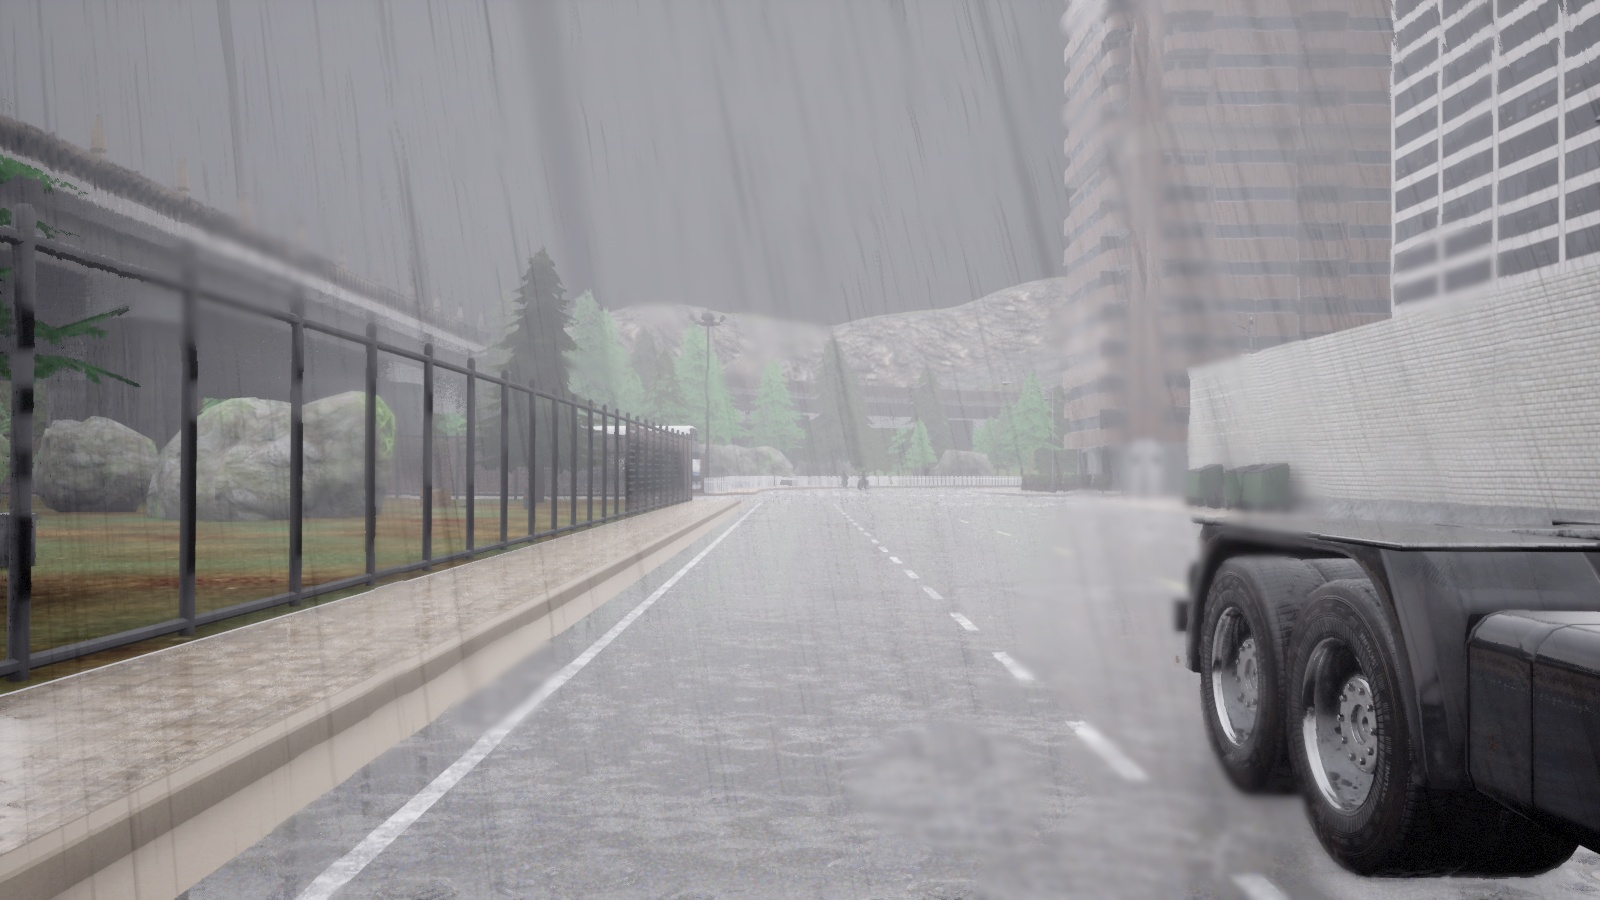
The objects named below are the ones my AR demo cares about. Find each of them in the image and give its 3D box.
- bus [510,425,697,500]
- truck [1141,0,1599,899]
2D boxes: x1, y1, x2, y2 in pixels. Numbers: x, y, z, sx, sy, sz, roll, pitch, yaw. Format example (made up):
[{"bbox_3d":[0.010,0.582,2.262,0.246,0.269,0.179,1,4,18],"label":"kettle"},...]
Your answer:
[{"bbox_3d":[-11.574,0.787,74.547,10.273,4.253,3.944,0,-1,6],"label":"bus"},{"bbox_3d":[3.487,-0.123,3.466,2.891,3.462,7.936,0,-1,0],"label":"truck"}]
